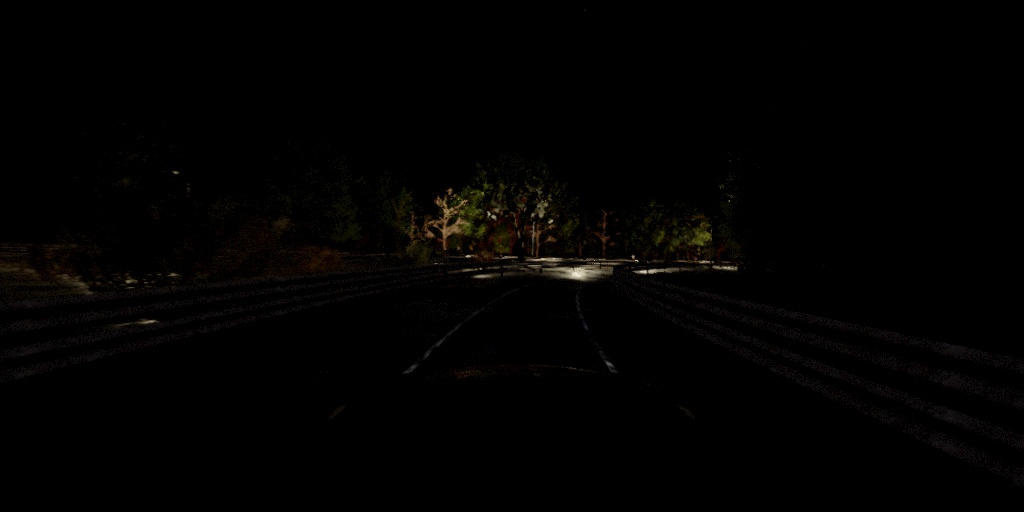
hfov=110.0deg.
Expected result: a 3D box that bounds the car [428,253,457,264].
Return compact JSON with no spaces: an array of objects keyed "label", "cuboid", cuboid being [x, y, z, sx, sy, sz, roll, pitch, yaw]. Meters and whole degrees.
[{"label":"car","cuboid":[-11.734,0.439,57.307,4.892,1.490,1.837,2,1,-33]}]
